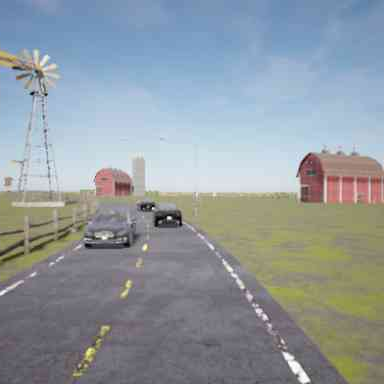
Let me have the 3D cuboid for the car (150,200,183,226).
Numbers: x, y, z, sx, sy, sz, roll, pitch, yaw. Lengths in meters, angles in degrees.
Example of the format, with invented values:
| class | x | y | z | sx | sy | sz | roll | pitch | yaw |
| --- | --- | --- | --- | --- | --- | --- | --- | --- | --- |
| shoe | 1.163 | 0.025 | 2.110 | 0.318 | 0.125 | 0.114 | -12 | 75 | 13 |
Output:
| class | x | y | z | sx | sy | sz | roll | pitch | yaw |
| --- | --- | --- | --- | --- | --- | --- | --- | --- | --- |
| car | -1.848 | 1.542 | 24.099 | 1.882 | 1.535 | 5.008 | 0 | 0 | -9 |

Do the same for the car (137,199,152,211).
| class | x | y | z | sx | sy | sz | roll | pitch | yaw |
| --- | --- | --- | --- | --- | --- | --- | --- | --- | --- |
| car | -5.837 | 1.566 | 41.892 | 1.882 | 1.535 | 5.008 | 0 | 0 | -16 |

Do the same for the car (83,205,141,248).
| class | x | y | z | sx | sy | sz | roll | pitch | yaw |
| --- | --- | --- | --- | --- | --- | --- | --- | --- | --- |
| car | -3.566 | 1.547 | 15.147 | 1.837 | 1.490 | 4.892 | 0 | -1 | -5 |
